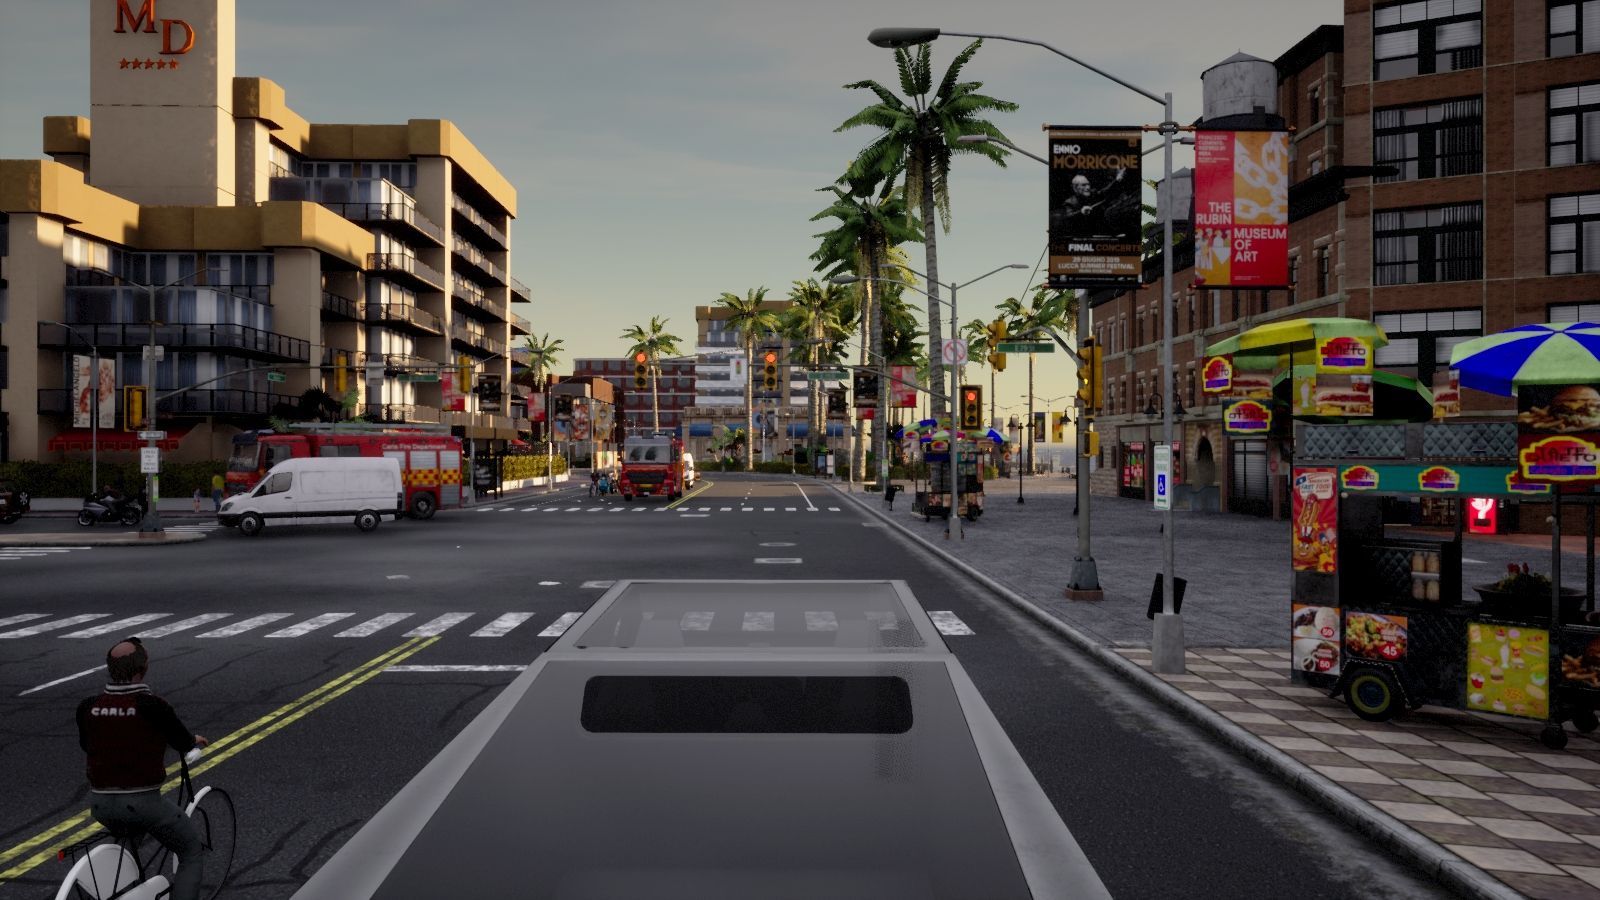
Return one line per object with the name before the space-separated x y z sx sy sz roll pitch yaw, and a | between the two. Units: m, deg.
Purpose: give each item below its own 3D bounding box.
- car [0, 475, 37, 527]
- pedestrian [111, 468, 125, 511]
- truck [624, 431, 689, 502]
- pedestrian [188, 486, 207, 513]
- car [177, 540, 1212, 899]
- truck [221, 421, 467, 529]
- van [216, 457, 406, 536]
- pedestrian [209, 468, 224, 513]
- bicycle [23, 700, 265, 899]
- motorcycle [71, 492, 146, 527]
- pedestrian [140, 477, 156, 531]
car | -31.074 1.864 42.073 4.605 1.855 1.932 0 0 -2
pedestrian | -29.498 1.698 49.418 0.375 1.860 0.375 0 0 -2
truck | -8.113 0.890 65.657 2.891 3.827 8.468 0 0 -1
pedestrian | -25.168 2.077 47.714 0.500 1.100 0.500 0 0 12
car | -0.214 1.754 5.773 2.390 2.098 6.274 0 0 1
truck | -17.603 0.889 44.625 8.468 3.827 2.891 0 0 -45
van | -16.909 1.534 39.655 5.915 2.561 1.988 0 0 -25
pedestrian | -24.273 1.696 47.516 0.375 1.860 0.375 0 0 14
bicycle | -3.625 2.210 6.485 0.329 1.171 1.835 0 0 0
motorcycle | -25.598 2.205 42.324 2.209 1.251 0.867 0 0 -5
pedestrian | -22.390 1.848 39.254 0.375 1.860 0.375 0 0 -9
